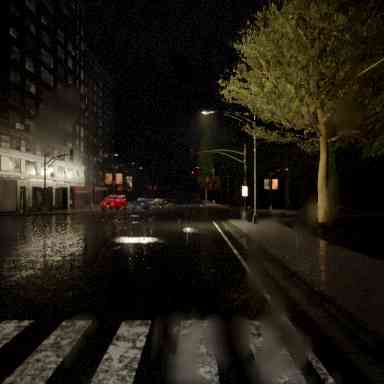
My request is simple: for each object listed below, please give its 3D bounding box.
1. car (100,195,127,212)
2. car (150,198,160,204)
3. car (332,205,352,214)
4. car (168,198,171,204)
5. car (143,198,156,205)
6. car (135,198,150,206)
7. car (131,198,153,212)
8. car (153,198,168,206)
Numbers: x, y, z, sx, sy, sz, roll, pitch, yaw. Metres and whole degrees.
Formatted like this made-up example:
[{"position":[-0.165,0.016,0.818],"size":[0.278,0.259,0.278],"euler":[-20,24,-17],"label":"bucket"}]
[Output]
[{"position":[-9.943,1.426,42.811],"size":[2.150,2.045,5.566],"euler":[0,0,4],"label":"car"},{"position":[-9.543,2.294,87.117],"size":[2.033,1.411,5.357],"euler":[0,-1,0],"label":"car"},{"position":[26.595,3.096,59.029],"size":[2.033,1.411,5.357],"euler":[0,-2,45],"label":"car"},{"position":[-6.323,2.050,74.976],"size":[1.882,1.535,5.008],"euler":[0,-1,0],"label":"car"},{"position":[-9.572,2.117,75.269],"size":[2.033,1.411,5.357],"euler":[0,-1,0],"label":"car"},{"position":[-9.636,1.923,64.644],"size":[2.128,1.511,4.902],"euler":[0,-1,1],"label":"car"},{"position":[-6.500,1.731,42.868],"size":[1.812,1.442,4.674],"euler":[0,0,0],"label":"car"},{"position":[-6.387,1.976,64.379],"size":[2.033,1.411,5.357],"euler":[0,-1,1],"label":"car"}]
